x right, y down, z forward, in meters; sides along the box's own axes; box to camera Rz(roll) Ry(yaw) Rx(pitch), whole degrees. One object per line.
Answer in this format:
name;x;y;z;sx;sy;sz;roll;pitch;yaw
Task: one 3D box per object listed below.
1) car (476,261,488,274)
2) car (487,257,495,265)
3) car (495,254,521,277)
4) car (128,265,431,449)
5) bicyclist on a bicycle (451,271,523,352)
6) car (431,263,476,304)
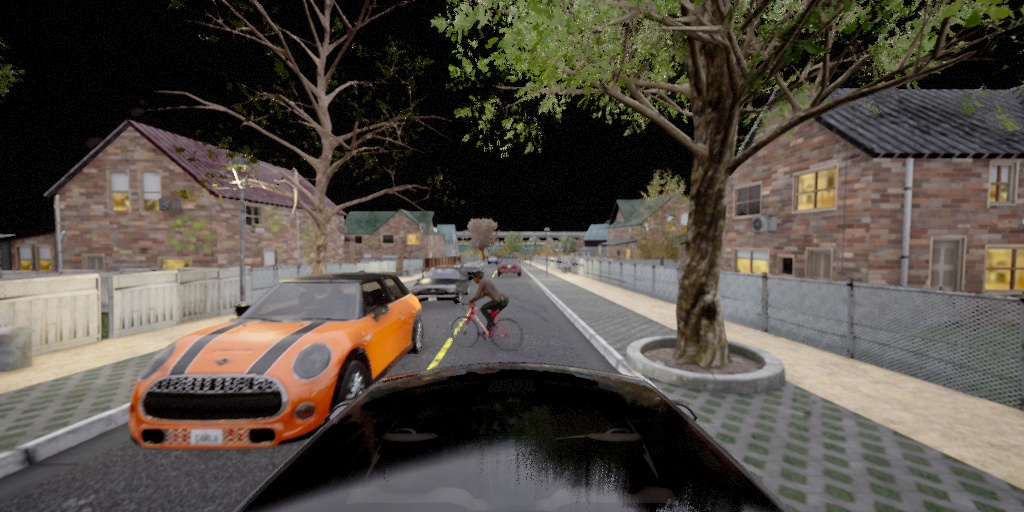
car;-3.062;1.191;25.954;1.895;1.301;4.718;0;0;0
car;-3.431;0.869;64.568;1.882;1.535;5.008;0;0;0
car;-0.241;0.900;33.040;2.097;1.767;4.553;0;0;0
car;-2.872;1.075;5.584;2.097;1.767;4.553;0;0;-1
bicyclist on a bicycle;-0.550;1.136;7.377;1.656;1.620;0.582;0;0;21
car;-2.978;1.200;16.007;2.033;1.411;5.357;0;0;-1
